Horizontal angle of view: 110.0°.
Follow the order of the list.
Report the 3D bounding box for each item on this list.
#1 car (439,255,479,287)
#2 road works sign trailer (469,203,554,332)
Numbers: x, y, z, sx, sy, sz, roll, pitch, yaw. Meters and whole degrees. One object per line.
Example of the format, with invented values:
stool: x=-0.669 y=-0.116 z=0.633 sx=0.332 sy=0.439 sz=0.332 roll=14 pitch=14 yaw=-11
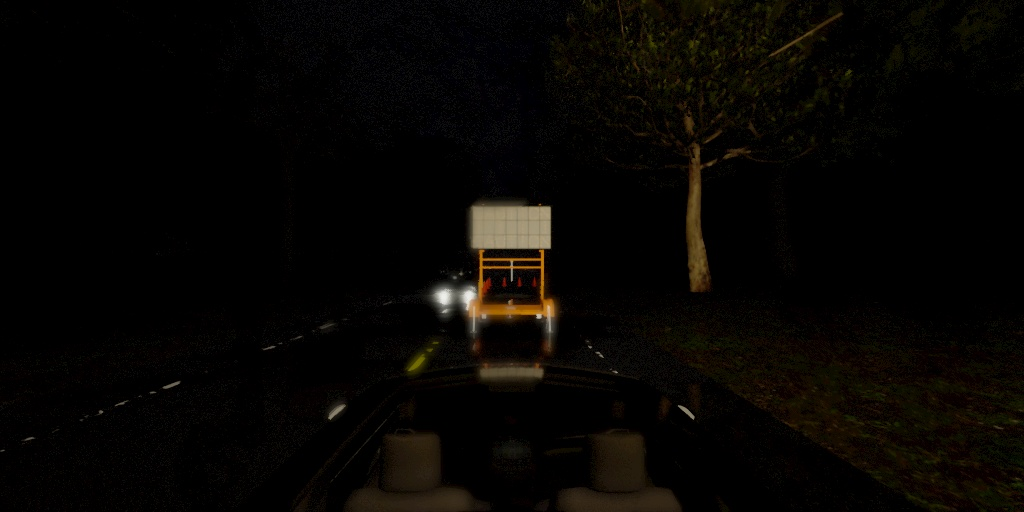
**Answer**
car: x=-3.526 y=0.972 z=24.760 sx=2.150 sy=2.045 sz=5.566 roll=0 pitch=0 yaw=0
road works sign trailer: x=-0.007 y=0.217 z=10.804 sx=2.380 sy=3.560 sz=2.880 roll=0 pitch=0 yaw=0
